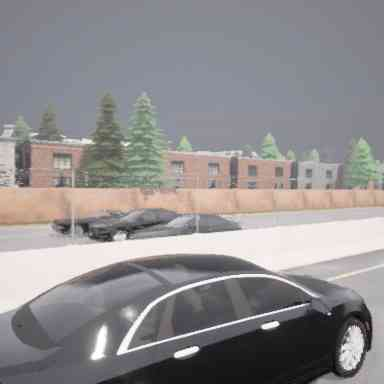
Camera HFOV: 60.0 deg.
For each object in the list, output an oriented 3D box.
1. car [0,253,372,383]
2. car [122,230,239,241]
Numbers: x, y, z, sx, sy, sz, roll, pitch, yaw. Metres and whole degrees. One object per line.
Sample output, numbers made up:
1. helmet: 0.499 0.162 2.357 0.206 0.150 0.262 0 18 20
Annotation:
1. car: 0.214 1.505 3.902 4.892 1.490 1.837 0 0 -35
2. car: -0.104 1.526 12.502 4.674 1.442 1.812 0 0 -36
